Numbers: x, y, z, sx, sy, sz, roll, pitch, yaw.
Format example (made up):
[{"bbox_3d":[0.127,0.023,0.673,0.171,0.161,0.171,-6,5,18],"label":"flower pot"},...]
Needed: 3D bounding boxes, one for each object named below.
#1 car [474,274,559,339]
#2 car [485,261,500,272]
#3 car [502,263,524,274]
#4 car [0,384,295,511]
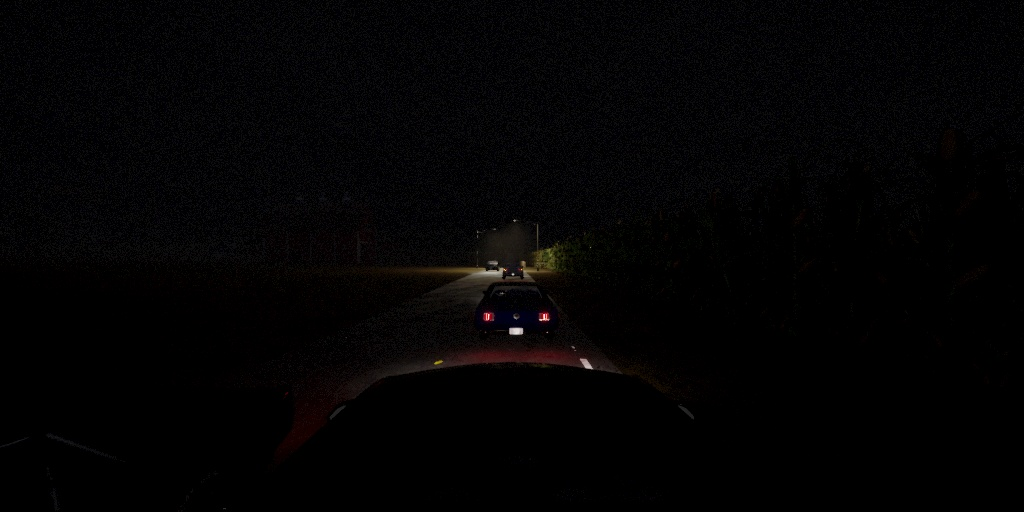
[{"bbox_3d":[0.097,1.356,10.037,1.895,1.301,4.718,0,0,0],"label":"car"},{"bbox_3d":[-2.778,1.470,51.261,2.128,1.511,4.902,0,-1,0],"label":"car"},{"bbox_3d":[0.095,1.331,32.600,1.812,1.442,4.674,0,0,0],"label":"car"},{"bbox_3d":[-2.849,1.351,0.924,1.895,1.301,4.718,0,0,0],"label":"car"}]
